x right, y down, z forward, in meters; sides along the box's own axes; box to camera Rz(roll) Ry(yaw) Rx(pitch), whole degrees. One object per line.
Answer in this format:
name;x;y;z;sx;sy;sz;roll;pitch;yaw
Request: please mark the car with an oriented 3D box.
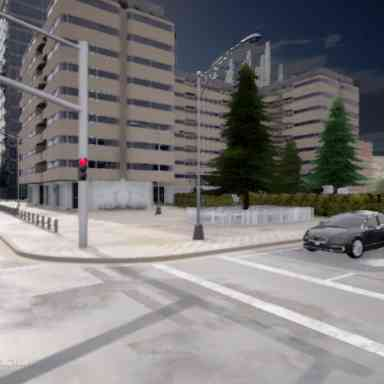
car;6.304;1.519;12.811;4.892;1.490;1.837;0;0;-35
